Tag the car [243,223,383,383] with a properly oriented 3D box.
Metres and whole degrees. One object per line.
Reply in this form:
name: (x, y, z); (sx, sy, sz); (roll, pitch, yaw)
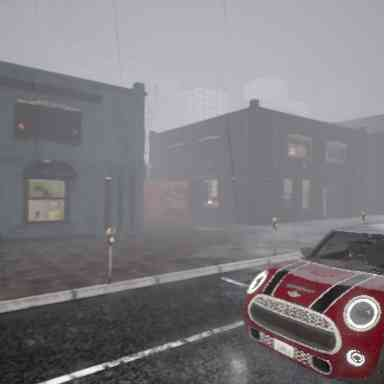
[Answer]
car: (2.985, 1.356, 5.448); (4.553, 1.767, 2.097); (0, 0, -35)
